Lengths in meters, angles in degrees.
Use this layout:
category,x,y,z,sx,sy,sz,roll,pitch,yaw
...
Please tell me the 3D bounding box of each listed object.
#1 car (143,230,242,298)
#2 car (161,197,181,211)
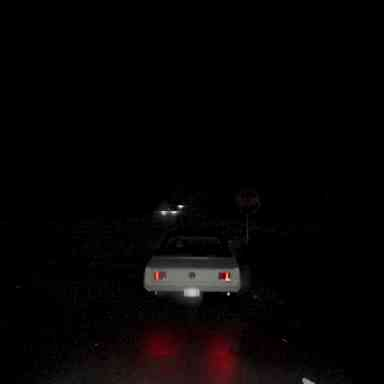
category,x,y,z,sx,sy,sz,roll,pitch,yaw
car,0.080,1.608,8.482,1.895,1.301,4.718,0,0,2
car,-2.824,1.657,42.532,2.033,1.411,5.357,0,0,0
